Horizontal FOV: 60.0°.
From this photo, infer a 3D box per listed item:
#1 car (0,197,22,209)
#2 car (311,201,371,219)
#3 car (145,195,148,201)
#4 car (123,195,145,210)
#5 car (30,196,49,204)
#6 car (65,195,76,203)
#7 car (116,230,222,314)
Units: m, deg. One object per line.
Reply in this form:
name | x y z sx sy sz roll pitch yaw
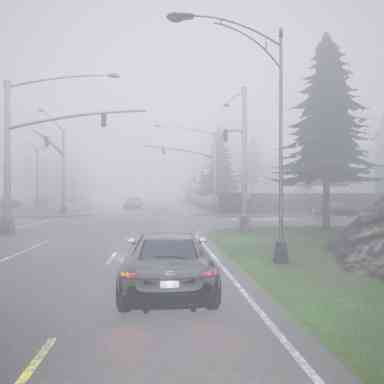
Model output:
car | -21.376 1.339 38.426 2.007 1.523 4.514 0 0 -5
car | 12.682 1.491 28.391 4.902 1.511 2.128 0 0 -7
car | -8.685 1.563 53.848 1.994 1.385 4.181 0 0 -5
car | -7.660 1.352 43.125 2.097 1.767 4.553 0 0 -5
car | -25.960 1.384 56.712 1.970 1.475 3.806 0 0 -5
car | -23.631 1.373 64.362 1.845 1.501 3.633 0 0 -5
car | -0.567 1.564 7.743 1.994 1.385 4.181 0 0 -5
